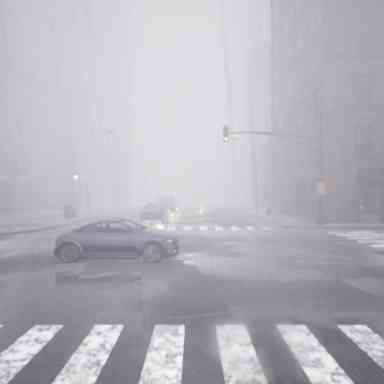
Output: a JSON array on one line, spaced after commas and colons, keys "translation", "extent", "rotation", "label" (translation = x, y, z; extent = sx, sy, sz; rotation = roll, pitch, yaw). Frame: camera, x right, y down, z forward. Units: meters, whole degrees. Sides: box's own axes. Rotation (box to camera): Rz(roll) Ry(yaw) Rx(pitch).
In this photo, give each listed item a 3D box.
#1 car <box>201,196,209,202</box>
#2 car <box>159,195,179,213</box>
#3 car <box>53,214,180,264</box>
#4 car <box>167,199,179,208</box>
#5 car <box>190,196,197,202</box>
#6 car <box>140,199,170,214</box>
[{"translation": [3.680, 2.128, 94.516], "extent": [1.812, 1.442, 4.674], "rotation": [0, -1, 0], "label": "car"}, {"translation": [-3.167, 1.460, 41.380], "extent": [2.150, 2.045, 5.566], "rotation": [0, 0, 1], "label": "car"}, {"translation": [-2.507, 1.617, 11.493], "extent": [4.181, 1.385, 1.994], "rotation": [0, 0, 0], "label": "car"}, {"translation": [-3.074, 1.846, 54.842], "extent": [1.812, 1.442, 4.674], "rotation": [0, 0, 0], "label": "car"}, {"translation": [0.430, 2.128, 94.531], "extent": [1.812, 1.442, 4.674], "rotation": [0, -1, 0], "label": "car"}, {"translation": [-3.216, 1.639, 28.384], "extent": [1.882, 1.535, 5.008], "rotation": [0, 0, 0], "label": "car"}]
